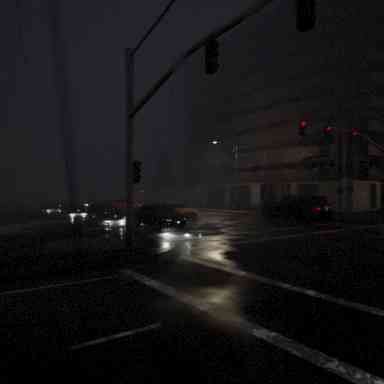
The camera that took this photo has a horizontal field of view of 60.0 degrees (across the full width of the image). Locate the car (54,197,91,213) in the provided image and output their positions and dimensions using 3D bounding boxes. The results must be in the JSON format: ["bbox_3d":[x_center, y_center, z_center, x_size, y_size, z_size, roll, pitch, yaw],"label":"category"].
[{"bbox_3d":[-13.707,1.603,37.926,2.033,1.411,5.357,0,0,-35],"label":"car"}]

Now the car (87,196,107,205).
[{"bbox_3d":[-17.776,1.533,62.117,1.882,1.535,5.008,0,0,-35],"label":"car"}]

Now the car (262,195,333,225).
[{"bbox_3d":[7.805,1.280,25.092,2.150,2.045,5.566,-1,1,-34],"label":"car"}]

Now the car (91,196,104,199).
[{"bbox_3d":[-12.893,1.603,42.826,2.033,1.411,5.357,0,0,-35],"label":"car"}]

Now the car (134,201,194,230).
[{"bbox_3d":[-2.215,1.560,21.721,1.837,1.490,4.892,0,0,-35],"label":"car"}]

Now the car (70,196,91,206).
[{"bbox_3d":[-19.845,1.546,58.985,2.128,1.511,4.902,0,0,-35],"label":"car"}]

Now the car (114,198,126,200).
[{"bbox_3d":[-6.813,1.407,34.245,2.097,1.767,4.553,0,0,-35],"label":"car"}]

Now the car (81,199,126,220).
[{"bbox_3d":[-7.853,1.603,29.662,2.033,1.411,5.357,0,0,-35],"label":"car"}]

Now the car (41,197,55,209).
[{"bbox_3d":[-19.750,1.533,46.503,1.882,1.535,5.008,0,0,-35],"label":"car"}]

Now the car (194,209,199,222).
[{"bbox_3d":[-1.443,1.533,26.679,1.882,1.535,5.008,0,0,-35],"label":"car"}]
